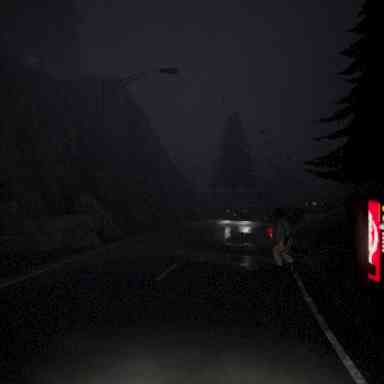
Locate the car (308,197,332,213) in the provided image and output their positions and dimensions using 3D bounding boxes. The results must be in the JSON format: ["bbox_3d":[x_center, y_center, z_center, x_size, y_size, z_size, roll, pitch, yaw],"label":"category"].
[{"bbox_3d":[14.030,1.299,36.778,2.097,1.767,4.553,0,0,32],"label":"car"}]

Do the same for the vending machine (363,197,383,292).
[{"bbox_3d":[4.747,1.184,7.796,1.100,2.100,0.880,0,0,11],"label":"vending machine"}]

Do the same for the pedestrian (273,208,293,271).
[{"bbox_3d":[2.528,1.280,9.288,0.375,1.860,0.375,0,0,12],"label":"pedestrian"}]

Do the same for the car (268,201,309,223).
[{"bbox_3d":[7.306,1.564,25.360,1.895,1.301,4.718,0,0,29],"label":"car"}]

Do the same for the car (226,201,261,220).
[{"bbox_3d":[4.415,1.485,27.689,1.812,1.442,4.674,0,0,29],"label":"car"}]
